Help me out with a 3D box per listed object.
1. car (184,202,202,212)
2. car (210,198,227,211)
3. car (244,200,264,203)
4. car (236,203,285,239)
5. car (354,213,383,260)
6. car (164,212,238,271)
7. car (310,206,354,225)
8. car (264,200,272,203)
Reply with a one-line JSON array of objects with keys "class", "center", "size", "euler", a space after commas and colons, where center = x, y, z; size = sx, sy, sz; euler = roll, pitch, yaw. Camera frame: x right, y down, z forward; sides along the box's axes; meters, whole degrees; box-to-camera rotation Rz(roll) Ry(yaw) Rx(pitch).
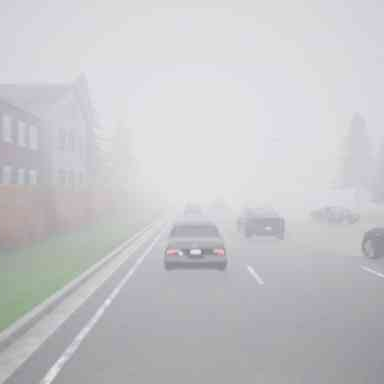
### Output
[{"class": "car", "center": [0.104, 1.753, 34.851], "size": [2.033, 1.411, 5.357], "euler": [0, 0, 0]}, {"class": "car", "center": [3.675, 1.623, 46.070], "size": [2.097, 1.767, 4.553], "euler": [0, 0, 1]}, {"class": "car", "center": [7.119, 1.841, 40.702], "size": [1.895, 1.301, 4.718], "euler": [0, 0, 0]}, {"class": "car", "center": [3.599, 1.585, 18.133], "size": [1.882, 1.535, 5.008], "euler": [0, 0, 0]}, {"class": "car", "center": [7.094, 1.410, 9.975], "size": [2.097, 1.767, 4.553], "euler": [0, 0, 0]}, {"class": "car", "center": [0.097, 1.614, 11.118], "size": [2.033, 1.411, 5.357], "euler": [0, 0, 0]}, {"class": "car", "center": [10.600, 1.749, 25.202], "size": [1.895, 1.301, 4.718], "euler": [0, 0, 0]}, {"class": "car", "center": [10.706, 1.851, 48.770], "size": [1.994, 1.385, 4.181], "euler": [0, 0, 1]}]
